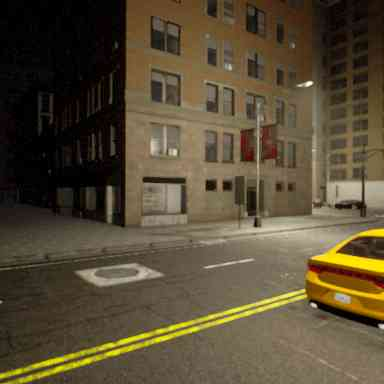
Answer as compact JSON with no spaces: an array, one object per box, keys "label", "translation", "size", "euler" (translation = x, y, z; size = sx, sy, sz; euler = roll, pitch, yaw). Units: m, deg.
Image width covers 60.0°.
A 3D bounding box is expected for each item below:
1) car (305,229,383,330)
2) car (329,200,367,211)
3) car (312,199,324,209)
[{"label":"car","translation":[4.328,1.473,6.543],"size":[5.008,1.535,1.882],"euler":[0,0,-35]},{"label":"car","translation":[18.906,1.569,40.356],"size":[1.947,1.339,4.313],"euler":[0,0,-35]},{"label":"car","translation":[15.629,1.554,44.974],"size":[2.008,1.369,4.403],"euler":[0,0,-35]}]
